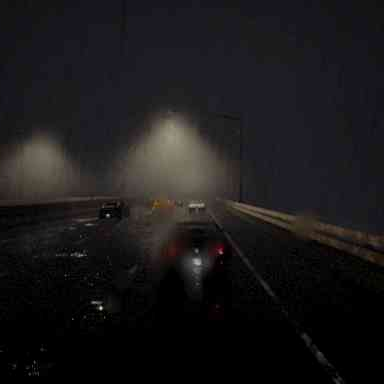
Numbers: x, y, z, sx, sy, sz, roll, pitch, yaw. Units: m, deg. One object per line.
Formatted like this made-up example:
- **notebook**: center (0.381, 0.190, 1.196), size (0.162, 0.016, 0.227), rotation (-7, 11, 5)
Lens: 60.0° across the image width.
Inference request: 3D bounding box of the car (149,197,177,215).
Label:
- **car**: center (-3.000, 1.594, 35.657), size (1.882, 1.535, 5.008), rotation (0, 0, 1)

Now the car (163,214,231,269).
- **car**: center (0.150, 1.633, 11.279), size (1.895, 1.301, 4.718), rotation (0, 0, 0)

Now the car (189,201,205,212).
- **car**: center (0.623, 1.738, 41.172), size (1.895, 1.301, 4.718), rotation (0, 0, 1)

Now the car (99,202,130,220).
- **car**: center (-6.633, 1.597, 28.866), size (1.837, 1.490, 4.892), rotation (0, 0, 1)

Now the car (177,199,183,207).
- **car**: center (-2.491, 1.798, 54.720), size (1.895, 1.301, 4.718), rotation (0, 0, 2)

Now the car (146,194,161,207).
- **car**: center (-6.018, 1.415, 53.897), size (2.150, 2.045, 5.566), rotation (0, 0, 2)
